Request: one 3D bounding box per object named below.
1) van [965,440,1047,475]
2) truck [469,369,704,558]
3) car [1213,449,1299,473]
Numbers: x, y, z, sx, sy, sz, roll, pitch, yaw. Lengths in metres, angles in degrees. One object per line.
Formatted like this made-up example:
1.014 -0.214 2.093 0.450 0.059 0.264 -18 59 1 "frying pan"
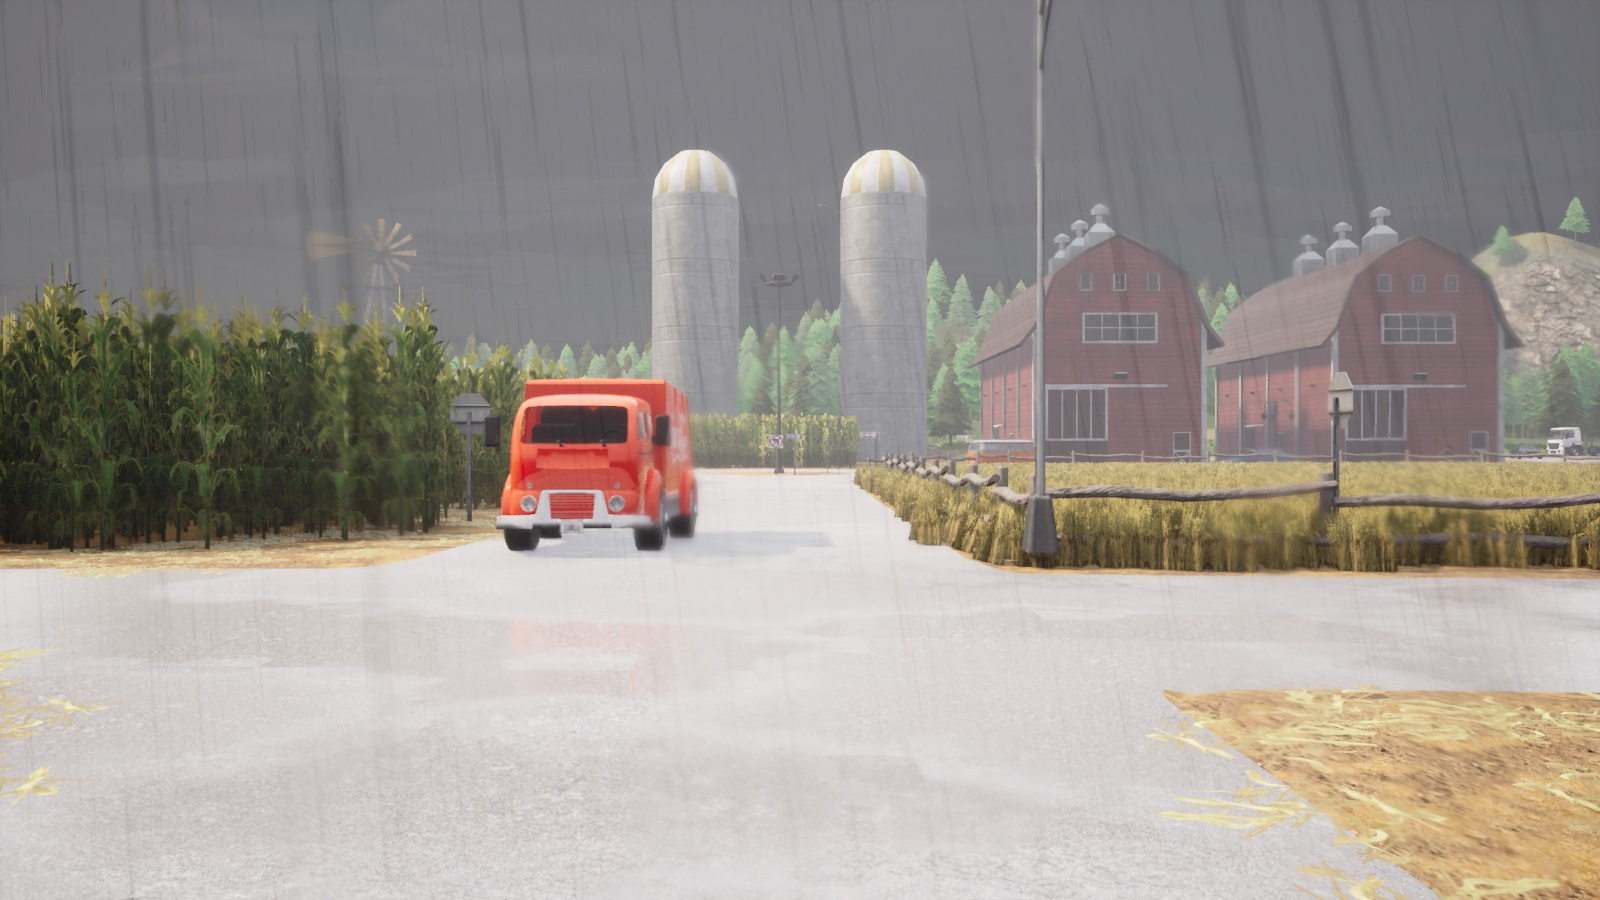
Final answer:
12.035 0.410 73.427 4.442 1.987 1.775 0 0 -22 "van"
-2.973 0.188 18.943 2.627 2.467 5.204 0 0 0 "truck"
28.394 0.673 78.246 4.674 1.442 1.812 0 0 -3 "car"
